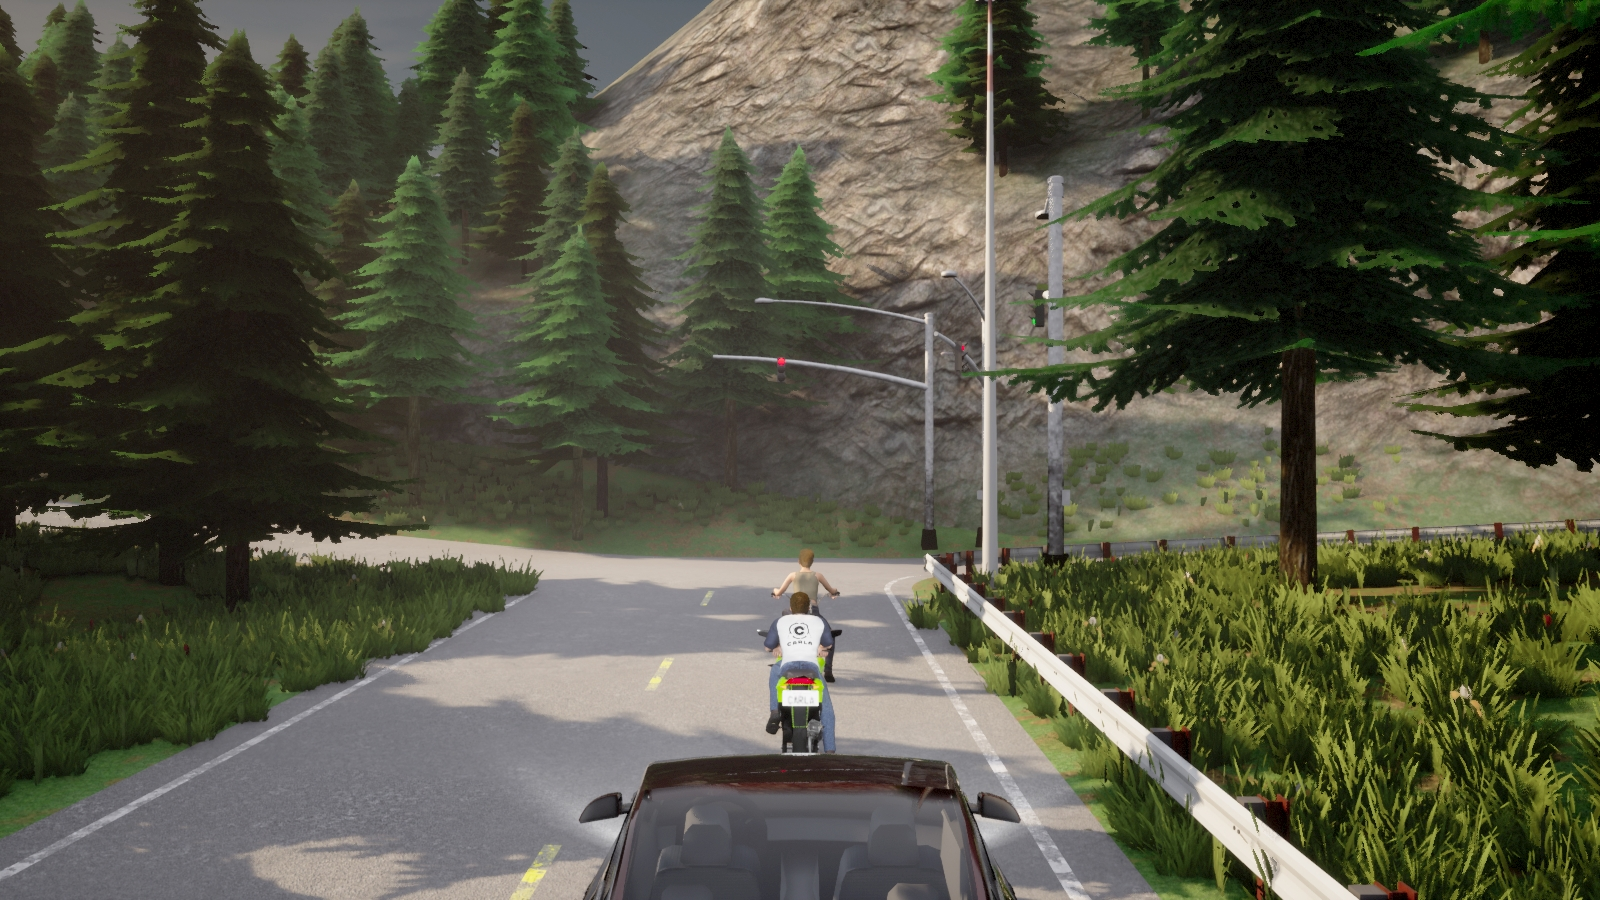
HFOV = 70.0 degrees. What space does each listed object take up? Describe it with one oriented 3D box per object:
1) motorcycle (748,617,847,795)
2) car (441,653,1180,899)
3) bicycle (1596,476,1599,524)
[{"bbox_3d":[-0.020,2.213,10.238,0.803,1.145,2.033,0,0,0],"label":"motorcycle"},{"bbox_3d":[0.029,2.063,5.012,2.163,1.488,4.792,0,0,0],"label":"car"},{"bbox_3d":[21.727,1.355,29.474,1.835,1.471,0.329,-5,-2,26],"label":"bicycle"}]
